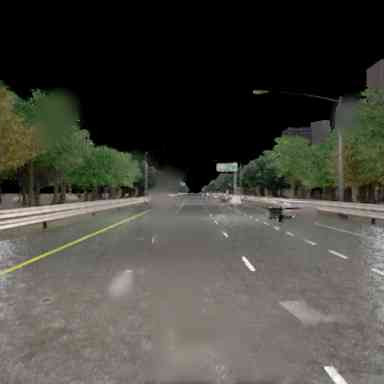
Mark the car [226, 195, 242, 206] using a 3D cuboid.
[{"bbox_3d":[7.177,1.560,55.204,1.812,1.442,4.674,0,0,0],"label":"car"}]

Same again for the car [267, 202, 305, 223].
[{"bbox_3d":[7.039,1.497,25.293,2.128,1.511,4.902,0,0,0],"label":"car"}]

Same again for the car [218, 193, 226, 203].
[{"bbox_3d":[7.294,1.393,71.769,2.097,1.767,4.553,0,0,0],"label":"car"}]
